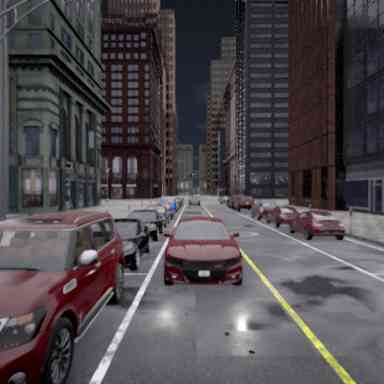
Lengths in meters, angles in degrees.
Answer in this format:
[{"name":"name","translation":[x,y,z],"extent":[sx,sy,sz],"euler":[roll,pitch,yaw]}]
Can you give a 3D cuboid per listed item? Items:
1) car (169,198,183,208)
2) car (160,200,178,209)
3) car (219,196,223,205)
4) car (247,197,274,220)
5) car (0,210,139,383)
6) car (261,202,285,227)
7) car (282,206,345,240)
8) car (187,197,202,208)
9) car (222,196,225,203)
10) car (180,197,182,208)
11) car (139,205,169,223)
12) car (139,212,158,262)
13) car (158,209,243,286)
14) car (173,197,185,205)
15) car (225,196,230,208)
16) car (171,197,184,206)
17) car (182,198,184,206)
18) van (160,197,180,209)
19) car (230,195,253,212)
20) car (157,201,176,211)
[{"name":"car","translation":[-2.393,1.587,50.427],"extent":[1.947,1.339,4.313],"euler":[0,0,0]},{"name":"car","translation":[-2.399,1.586,27.881],"extent":[1.802,1.307,4.206],"euler":[0,0,0]},{"name":"car","translation":[6.134,1.474,61.699],"extent":[1.967,1.590,4.097],"euler":[0,0,0]},{"name":"car","translation":[6.125,1.445,27.883],"extent":[1.967,1.590,4.097],"euler":[0,0,0]},{"name":"car","translation":[-2.407,1.315,5.334],"extent":[2.192,1.841,5.009],"euler":[0,0,0]},{"name":"car","translation":[6.124,1.584,22.247],"extent":[1.802,1.307,4.206],"euler":[0,0,0]},{"name":"car","translation":[6.123,1.583,16.610],"extent":[1.802,1.307,4.206],"euler":[0,0,0]},{"name":"car","translation":[0.372,1.525,49.895],"extent":[1.837,1.490,4.892],"euler":[0,0,0]},{"name":"car","translation":[6.132,1.587,50.427],"extent":[1.947,1.339,4.313],"euler":[0,0,0]},{"name":"car","translation":[-2.397,1.536,38.984],"extent":[1.752,1.417,4.829],"euler":[0,0,0]},{"name":"car","translation":[-2.402,1.567,16.607],"extent":[1.947,1.339,4.313],"euler":[0,0,0]},{"name":"car","translation":[-2.404,1.566,10.971],"extent":[1.947,1.339,4.313],"euler":[0,0,0]},{"name":"car","translation":[0.262,1.478,9.647],"extent":[1.882,1.535,5.008],"euler":[0,0,0]},{"name":"car","translation":[-2.390,1.585,61.700],"extent":[2.008,1.369,4.403],"euler":[0,0,0]},{"name":"car","translation":[6.129,1.331,44.791],"extent":[2.192,1.841,5.009],"euler":[0,0,0]},{"name":"car","translation":[-2.392,1.593,56.063],"extent":[1.947,1.339,4.313],"euler":[0,0,0]},{"name":"car","translation":[-2.395,1.598,44.790],"extent":[1.802,1.307,4.206],"euler":[0,0,0]},{"name":"van","translation":[-2.399,1.349,33.517],"extent":[1.690,1.788,3.998],"euler":[0,0,0]},{"name":"car","translation":[6.127,1.326,39.154],"extent":[2.192,1.841,5.009],"euler":[0,0,0]},{"name":"car","translation":[-2.401,1.553,22.243],"extent":[2.008,1.369,4.403],"euler":[0,0,0]}]
